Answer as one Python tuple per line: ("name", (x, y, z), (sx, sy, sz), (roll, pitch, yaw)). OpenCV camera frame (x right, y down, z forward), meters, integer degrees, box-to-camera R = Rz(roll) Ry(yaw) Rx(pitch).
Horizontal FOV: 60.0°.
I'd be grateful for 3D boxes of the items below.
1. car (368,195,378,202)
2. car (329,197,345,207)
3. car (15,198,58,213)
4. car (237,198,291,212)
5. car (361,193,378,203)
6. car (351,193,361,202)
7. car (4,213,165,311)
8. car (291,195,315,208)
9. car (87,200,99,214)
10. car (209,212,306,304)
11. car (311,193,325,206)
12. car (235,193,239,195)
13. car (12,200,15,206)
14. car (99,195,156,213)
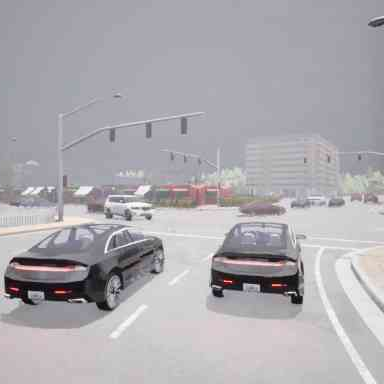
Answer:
("car", (42.163, 1.524, 77.348), (1.812, 1.442, 4.674), (0, 0, 31))
("car", (22.785, 1.491, 52.153), (2.128, 1.511, 4.902), (0, 0, 31))
("car", (-16.350, 1.406, 35.596), (4.553, 1.767, 2.097), (0, 0, 32))
("car", (6.615, 1.569, 31.684), (4.674, 1.442, 1.812), (0, 1, -17))
("car", (36.645, 1.225, 68.314), (2.150, 2.045, 5.566), (0, 0, 31))
("car", (39.253, 1.225, 79.298), (2.150, 2.045, 5.566), (0, 0, 31))
("car", (-2.071, 1.492, 7.862), (2.128, 1.511, 4.902), (0, 0, 12))
("car", (15.485, 1.547, 47.290), (2.033, 1.411, 5.357), (0, 0, 31))
("car", (-8.900, 1.533, 35.100), (5.008, 1.535, 1.882), (0, 0, 32))
("car", (1.746, 1.492, 8.255), (2.128, 1.511, 4.902), (0, 0, 16))
("car", (21.106, 1.221, 56.454), (2.150, 2.045, 5.566), (0, 0, 31))
("car", (11.184, 1.209, 88.562), (4.605, 1.855, 1.932), (0, 0, 32))
("car", (-21.322, 1.533, 42.807), (5.008, 1.535, 1.882), (0, 0, 32))
("car", (-5.249, 1.269, 27.558), (2.150, 2.045, 5.566), (1, -1, -40))
